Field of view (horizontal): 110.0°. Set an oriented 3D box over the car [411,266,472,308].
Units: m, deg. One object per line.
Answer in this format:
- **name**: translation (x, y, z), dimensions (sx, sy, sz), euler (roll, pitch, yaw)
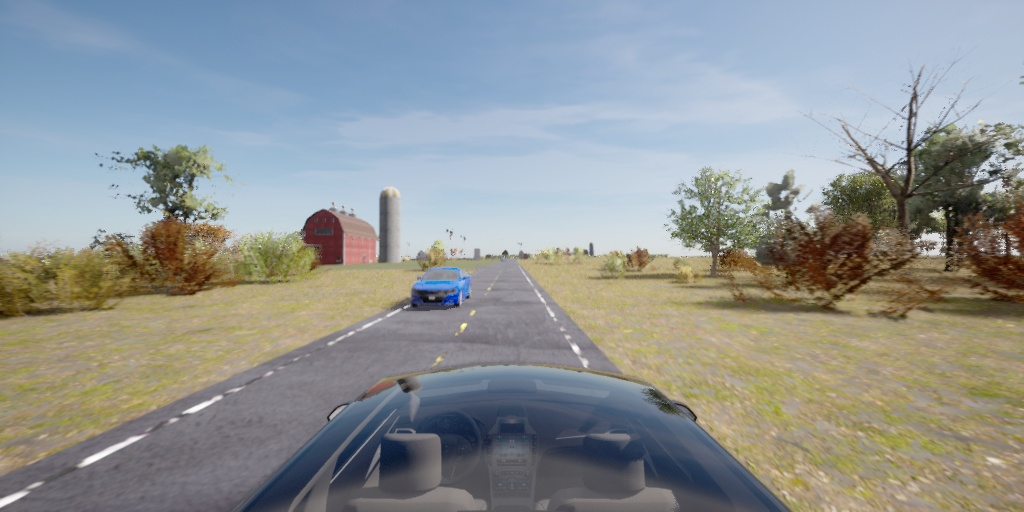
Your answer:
- **car**: translation (-2.848, 1.214, 15.269), dimensions (1.882, 1.535, 5.008), euler (0, 0, 0)
